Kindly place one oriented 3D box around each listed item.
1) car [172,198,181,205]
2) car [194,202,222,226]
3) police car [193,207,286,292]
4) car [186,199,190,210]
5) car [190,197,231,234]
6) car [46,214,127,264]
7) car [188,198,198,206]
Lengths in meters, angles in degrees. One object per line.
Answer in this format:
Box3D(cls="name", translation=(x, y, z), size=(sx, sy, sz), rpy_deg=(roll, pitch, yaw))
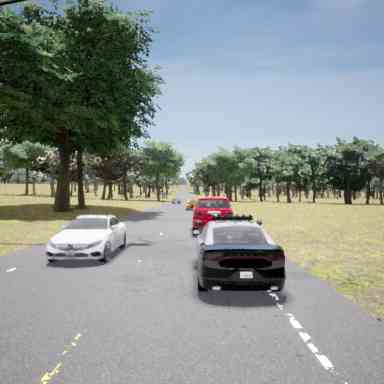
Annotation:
Box3D(cls="car", translation=(-3.449, 2.022, 73.448), size=(2.128, 1.511, 4.902), rpy_deg=(0, -1, 0))
Box3D(cls="car", translation=(1.122, 1.565, 25.028), size=(1.882, 1.535, 5.008), rpy_deg=(0, 0, 0))
Box3D(cls="police car", translation=(1.076, 1.436, 9.132), size=(1.930, 1.638, 5.238), rpy_deg=(0, 0, 0))
Box3D(cls="car", translation=(0.159, 1.745, 46.959), size=(1.882, 1.535, 5.008), rpy_deg=(0, -1, 1))
Box3D(cls="car", translation=(1.105, 1.274, 19.056), size=(2.150, 2.045, 5.566), rpy_deg=(0, 0, 0))
Box3D(cls="car", translation=(-3.565, 1.544, 12.086), size=(1.812, 1.442, 4.674), rpy_deg=(0, 0, 0))
Box3D(cls="car", translation=(0.109, 1.959, 64.244), size=(1.812, 1.442, 4.674), rpy_deg=(0, -1, 0))
